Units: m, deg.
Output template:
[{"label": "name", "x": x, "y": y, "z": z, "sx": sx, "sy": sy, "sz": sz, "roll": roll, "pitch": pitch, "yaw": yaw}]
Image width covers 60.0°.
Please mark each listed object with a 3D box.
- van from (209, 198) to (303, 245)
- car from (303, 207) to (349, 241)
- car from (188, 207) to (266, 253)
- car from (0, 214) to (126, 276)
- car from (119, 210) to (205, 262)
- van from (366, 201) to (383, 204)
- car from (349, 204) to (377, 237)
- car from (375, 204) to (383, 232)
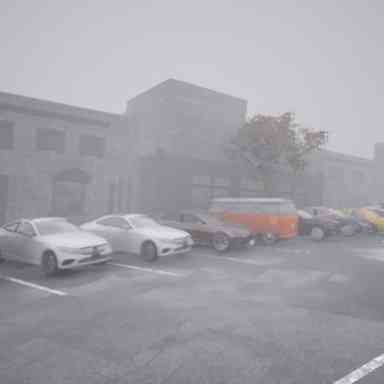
[{"label": "van", "x": 2.548, "y": 1.273, "z": 15.523, "sx": 4.442, "sy": 1.987, "sz": 1.878, "roll": -1, "pitch": -1, "yaw": 35}, {"label": "car", "x": 5.032, "y": 1.540, "z": 17.151, "sx": 5.008, "sy": 1.535, "sz": 2.097, "roll": -1, "pitch": -1, "yaw": 35}, {"label": "car", "x": 0.277, "y": 1.503, "z": 13.742, "sx": 4.792, "sy": 1.488, "sz": 2.163, "roll": -1, "pitch": -1, "yaw": 35}, {"label": "car", "x": -4.528, "y": 1.510, "z": 10.366, "sx": 4.674, "sy": 1.452, "sz": 2.002, "roll": -1, "pitch": -1, "yaw": 35}, {"label": "car", "x": -2.133, "y": 1.508, "z": 12.070, "sx": 4.674, "sy": 1.452, "sz": 2.002, "roll": -1, "pitch": -1, "yaw": 35}, {"label": "van", "x": 14.509, "y": 1.688, "z": 23.950, "sx": 4.442, "sy": 1.987, "sz": 1.878, "roll": 0, "pitch": -2, "yaw": 35}, {"label": "car", "x": 7.423, "y": 1.604, "z": 18.837, "sx": 4.892, "sy": 1.521, "sz": 2.231, "roll": 0, "pitch": -2, "yaw": 35}, {"label": "car", "x": 9.661, "y": 1.684, "z": 20.617, "sx": 5.366, "sy": 1.575, "sz": 1.946, "roll": 0, "pitch": -2, "yaw": 35}]
